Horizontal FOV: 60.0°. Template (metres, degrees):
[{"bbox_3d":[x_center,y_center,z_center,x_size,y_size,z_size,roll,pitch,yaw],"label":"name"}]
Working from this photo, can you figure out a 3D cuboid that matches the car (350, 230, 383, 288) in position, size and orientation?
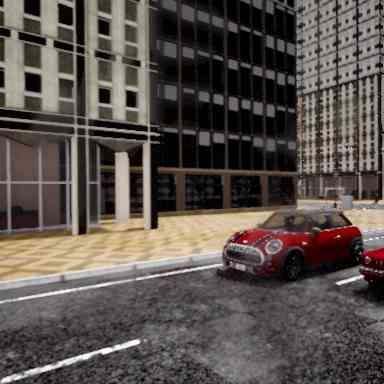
[{"bbox_3d":[6.025,1.576,7.982,4.718,1.301,1.895,0,0,-35],"label":"car"}]

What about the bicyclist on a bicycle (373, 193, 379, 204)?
[{"bbox_3d":[27.271,0.973,49.370,1.656,1.620,0.582,-1,1,-34],"label":"bicyclist on a bicycle"}]

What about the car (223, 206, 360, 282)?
[{"bbox_3d":[3.075,1.330,9.870,4.553,1.767,2.097,0,0,-35],"label":"car"}]
